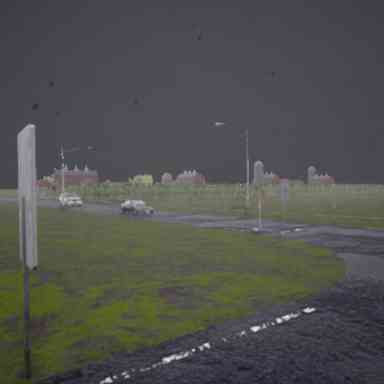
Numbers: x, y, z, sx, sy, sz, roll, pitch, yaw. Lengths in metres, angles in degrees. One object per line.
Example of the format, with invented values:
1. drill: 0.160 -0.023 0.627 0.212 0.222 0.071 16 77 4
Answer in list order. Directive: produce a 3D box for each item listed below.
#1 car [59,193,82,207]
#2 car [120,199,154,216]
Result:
1. car: -18.382 1.181 50.126 2.150 2.045 5.566 -1 1 -35
2. car: -5.354 1.451 31.744 1.812 1.442 4.674 -1 1 -36
